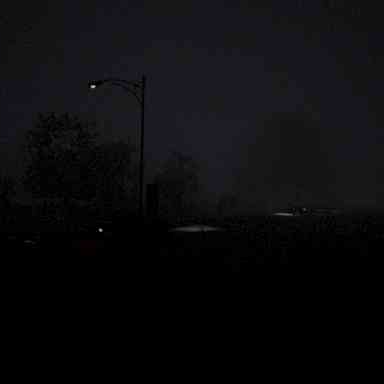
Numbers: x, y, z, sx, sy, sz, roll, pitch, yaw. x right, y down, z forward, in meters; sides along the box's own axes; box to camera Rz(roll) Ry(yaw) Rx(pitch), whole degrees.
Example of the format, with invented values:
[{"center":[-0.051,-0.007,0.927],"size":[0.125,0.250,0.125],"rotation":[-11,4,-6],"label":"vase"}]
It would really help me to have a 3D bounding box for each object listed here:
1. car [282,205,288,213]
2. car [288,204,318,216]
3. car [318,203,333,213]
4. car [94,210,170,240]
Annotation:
[{"center":[15.072,2.414,49.189],"size":[2.033,1.411,5.357],"rotation":[1,0,36],"label":"car"},{"center":[14.727,2.360,43.916],"size":[1.812,1.442,4.674],"rotation":[1,0,36],"label":"car"},{"center":[20.712,2.497,52.315],"size":[2.128,1.511,4.902],"rotation":[1,0,36],"label":"car"},{"center":[-3.258,1.785,19.015],"size":[2.128,1.511,4.902],"rotation":[1,0,36],"label":"car"}]
